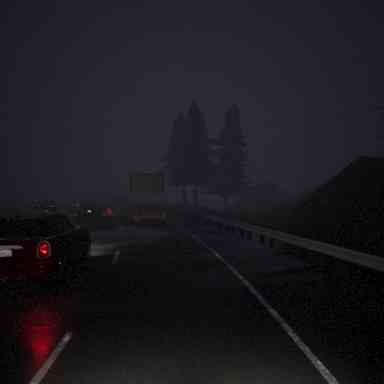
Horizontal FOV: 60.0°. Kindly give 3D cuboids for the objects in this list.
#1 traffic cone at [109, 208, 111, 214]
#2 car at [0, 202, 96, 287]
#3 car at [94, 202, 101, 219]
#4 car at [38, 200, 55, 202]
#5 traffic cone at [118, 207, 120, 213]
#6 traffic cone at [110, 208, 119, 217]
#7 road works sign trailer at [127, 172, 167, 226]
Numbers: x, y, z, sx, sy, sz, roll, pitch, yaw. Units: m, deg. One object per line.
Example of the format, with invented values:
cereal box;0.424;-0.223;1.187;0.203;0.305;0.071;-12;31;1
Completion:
traffic cone;-7.487;1.914;31.325;0.340;0.580;0.340;0;0;-19
car;-4.295;1.347;9.359;2.097;1.767;4.553;0;0;-6
car;-8.982;1.533;28.809;1.994;1.385;4.181;0;0;-20
car;-13.618;1.472;31.197;2.128;1.511;4.902;0;0;-21
traffic cone;-7.833;1.907;35.433;0.340;0.580;0.340;0;0;-19
traffic cone;-6.841;1.916;29.432;0.340;0.580;0.340;0;0;-19
road works sign trailer;-3.178;0.425;23.284;2.380;3.560;2.880;0;0;-19
